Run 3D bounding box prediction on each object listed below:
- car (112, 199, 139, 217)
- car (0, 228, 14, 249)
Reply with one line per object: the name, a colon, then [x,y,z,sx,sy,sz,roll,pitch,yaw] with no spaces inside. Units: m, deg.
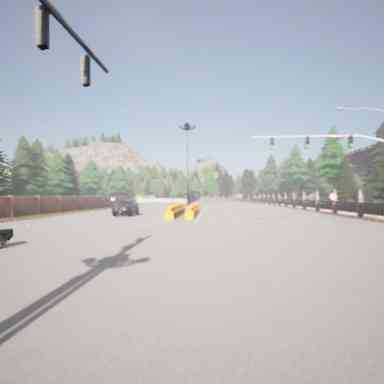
car: [-7.773,1.859,39.513,2.150,2.045,5.566,-1,0,4]
car: [-9.482,1.896,13.548,1.895,1.301,4.718,-1,-1,4]
